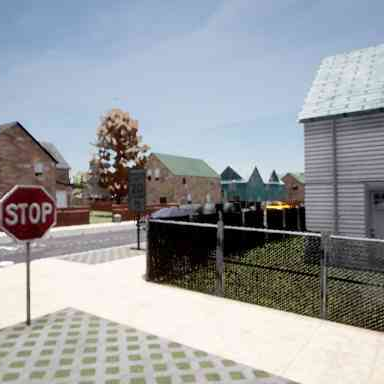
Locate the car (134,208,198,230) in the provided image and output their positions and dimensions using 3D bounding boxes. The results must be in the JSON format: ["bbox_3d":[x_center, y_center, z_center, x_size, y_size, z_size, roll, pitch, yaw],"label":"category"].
[{"bbox_3d":[-1.526,1.809,23.138,2.033,1.411,5.357,-1,-2,35],"label":"car"}]

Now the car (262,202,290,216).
[{"bbox_3d":[10.032,1.967,39.570,1.882,1.535,5.008,-2,-2,35],"label":"car"}]
